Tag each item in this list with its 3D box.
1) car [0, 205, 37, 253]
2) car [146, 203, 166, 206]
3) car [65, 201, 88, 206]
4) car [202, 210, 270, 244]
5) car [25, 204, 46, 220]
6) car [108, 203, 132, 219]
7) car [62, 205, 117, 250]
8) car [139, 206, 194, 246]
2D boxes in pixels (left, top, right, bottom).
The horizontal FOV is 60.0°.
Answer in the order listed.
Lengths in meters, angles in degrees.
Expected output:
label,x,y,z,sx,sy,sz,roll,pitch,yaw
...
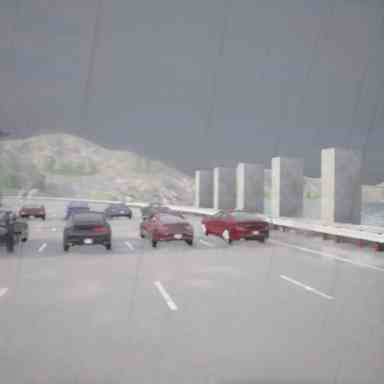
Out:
label,x,y,z,sx,sy,sz,roll,pitch,yaw
car,-7.914,1.495,13.528,2.128,1.511,4.902,1,0,-18
car,-3.493,1.745,31.755,2.033,1.411,5.357,1,0,-23
car,-10.144,1.574,29.503,1.882,1.535,5.008,1,0,-23
car,2.022,1.633,16.918,1.882,1.535,5.008,1,0,-18
car,-13.226,1.645,27.813,1.895,1.301,4.718,1,0,-23
car,-6.844,1.711,30.685,1.994,1.385,4.181,1,0,-23
car,-4.586,1.561,14.611,1.837,1.490,4.892,1,0,-18
car,-1.281,1.630,15.760,1.812,1.442,4.674,1,0,-18
